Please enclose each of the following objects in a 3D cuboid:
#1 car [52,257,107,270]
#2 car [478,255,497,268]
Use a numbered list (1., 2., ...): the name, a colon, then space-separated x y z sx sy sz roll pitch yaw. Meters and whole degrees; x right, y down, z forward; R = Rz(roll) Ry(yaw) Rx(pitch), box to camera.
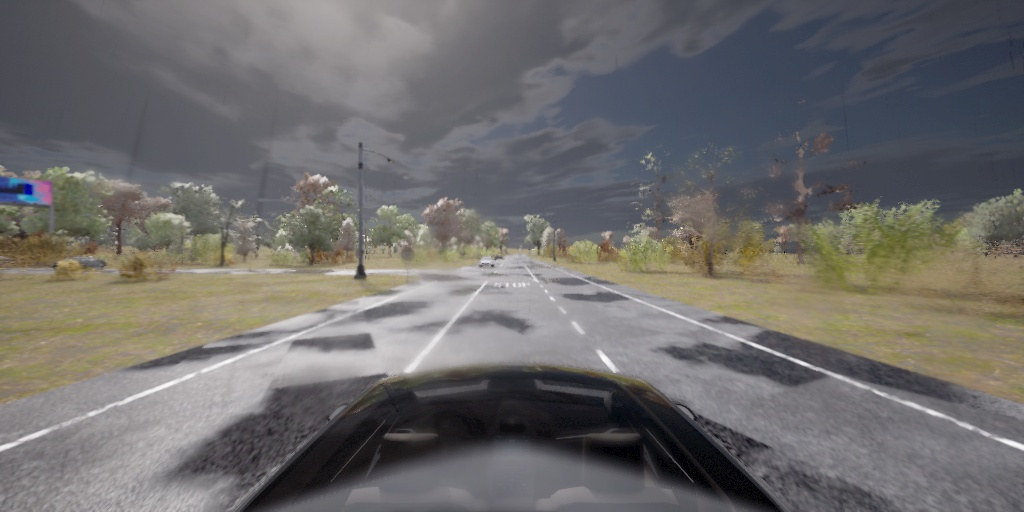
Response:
1. car: -48.549 0.811 40.303 4.902 1.511 2.128 0 0 2
2. car: -3.372 0.796 48.115 1.812 1.442 4.674 0 1 0
